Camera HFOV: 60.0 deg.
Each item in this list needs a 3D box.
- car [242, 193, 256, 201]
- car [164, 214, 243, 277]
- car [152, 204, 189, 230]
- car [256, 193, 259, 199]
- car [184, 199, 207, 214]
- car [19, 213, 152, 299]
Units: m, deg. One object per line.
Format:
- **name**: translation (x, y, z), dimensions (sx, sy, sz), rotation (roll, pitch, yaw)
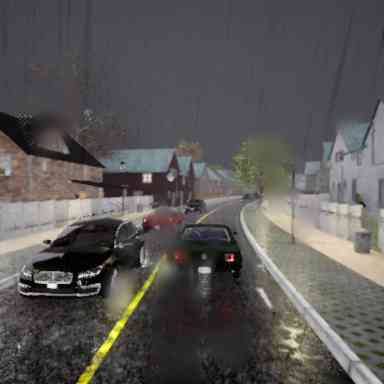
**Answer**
- **car**: translation (11.400, 1.011, 68.116), dimensions (1.812, 1.442, 4.674), rotation (0, 1, 18)
- **car**: translation (0.453, 1.605, 10.274), dimensions (1.895, 1.301, 4.718), rotation (0, 0, 4)
- **car**: translation (-1.570, 1.599, 19.829), dimensions (1.895, 1.301, 4.718), rotation (0, 0, 6)
- **car**: translation (14.755, 0.893, 77.833), dimensions (1.812, 1.442, 4.674), rotation (0, 1, 20)
- **car**: translation (0.411, 1.461, 34.344), dimensions (1.837, 1.490, 4.892), rotation (0, 0, 9)
- **car**: translation (-2.454, 1.500, 8.588), dimensions (1.837, 1.490, 4.892), rotation (0, 0, 3)
